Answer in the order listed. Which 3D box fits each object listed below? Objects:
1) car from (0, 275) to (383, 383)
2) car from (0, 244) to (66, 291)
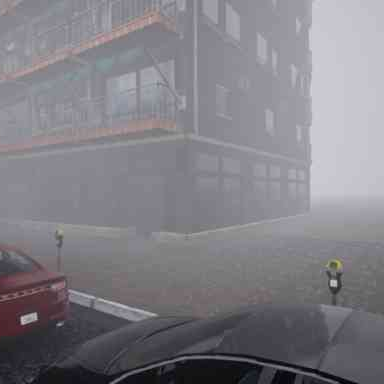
[{"bbox_3d":[0.611,1.566,2.439,4.313,1.339,1.947,0,0,35],"label":"car"},{"bbox_3d":[-3.978,1.545,5.712,4.507,1.381,1.887,0,0,35],"label":"car"}]
